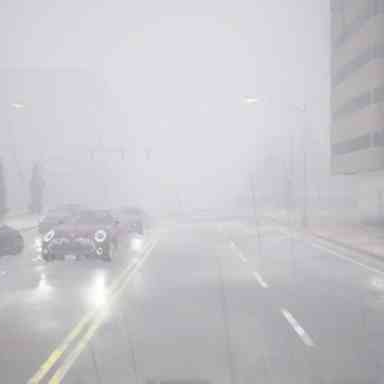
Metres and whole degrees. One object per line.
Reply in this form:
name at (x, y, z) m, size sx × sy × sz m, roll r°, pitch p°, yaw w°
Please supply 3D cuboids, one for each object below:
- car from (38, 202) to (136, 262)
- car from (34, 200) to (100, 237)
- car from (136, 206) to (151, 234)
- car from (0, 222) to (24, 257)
car at (-3.589, 1.361, 12.085) m, size 2.097 × 1.767 × 4.553 m, roll 0°, pitch -1°, yaw 0°
car at (-7.008, 1.401, 19.211) m, size 2.097 × 1.767 × 4.553 m, roll 0°, pitch 0°, yaw 0°
car at (-3.508, 1.568, 19.183) m, size 1.837 × 1.490 × 4.892 m, roll 0°, pitch 0°, yaw 0°
car at (-7.094, 1.569, 10.396) m, size 1.994 × 1.385 × 4.181 m, roll 0°, pitch 0°, yaw 0°
